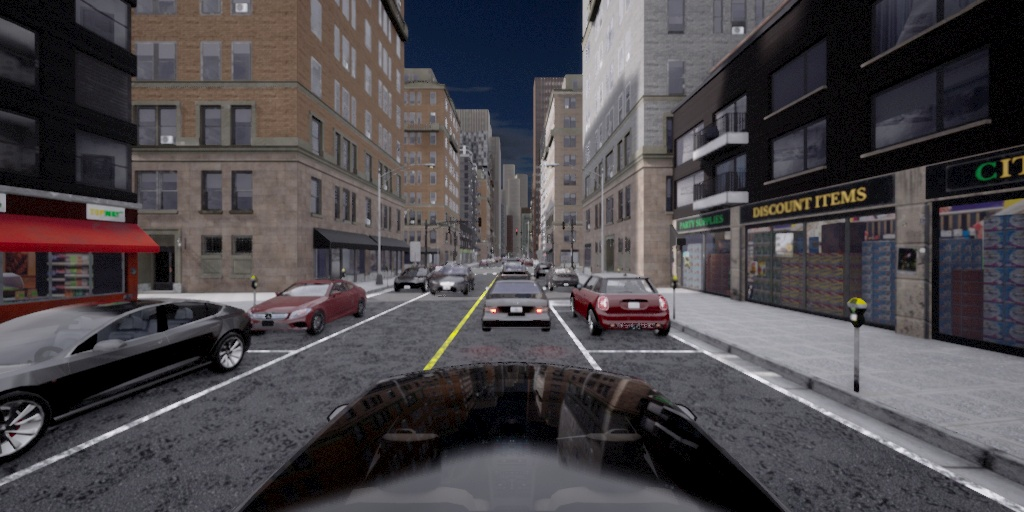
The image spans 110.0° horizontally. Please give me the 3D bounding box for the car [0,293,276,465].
[{"bbox_3d":[-5.664,1.313,4.893,1.948,1.339,4.313,0,0,0],"label":"car"}]

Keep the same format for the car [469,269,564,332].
[{"bbox_3d":[0.118,1.291,10.844,2.033,1.411,5.357,0,0,0],"label":"car"}]

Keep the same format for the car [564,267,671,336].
[{"bbox_3d":[2.877,1.183,10.371,1.967,1.591,4.097,0,0,0],"label":"car"}]

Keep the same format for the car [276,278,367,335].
[{"bbox_3d":[-5.649,1.325,10.394,1.802,1.307,4.207,0,0,0],"label":"car"}]

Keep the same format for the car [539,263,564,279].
[{"bbox_3d":[2.905,1.287,21.374,2.007,1.370,4.403,0,0,0],"label":"car"}]

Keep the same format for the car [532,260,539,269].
[{"bbox_3d":[2.935,1.297,32.376,1.948,1.339,4.313,0,0,0],"label":"car"}]

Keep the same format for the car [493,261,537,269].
[{"bbox_3d":[0.148,1.228,21.367,2.128,1.511,4.902,0,0,0],"label":"car"}]

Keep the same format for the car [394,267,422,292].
[{"bbox_3d":[-5.620,1.302,21.396,1.948,1.339,4.313,0,0,0],"label":"car"}]

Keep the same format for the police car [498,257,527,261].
[{"bbox_3d":[0.074,1.157,31.386,1.930,1.638,5.238,0,0,0],"label":"police car"}]

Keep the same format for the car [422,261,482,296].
[{"bbox_3d":[-3.047,1.229,19.259,2.128,1.511,4.902,0,0,0],"label":"car"}]
